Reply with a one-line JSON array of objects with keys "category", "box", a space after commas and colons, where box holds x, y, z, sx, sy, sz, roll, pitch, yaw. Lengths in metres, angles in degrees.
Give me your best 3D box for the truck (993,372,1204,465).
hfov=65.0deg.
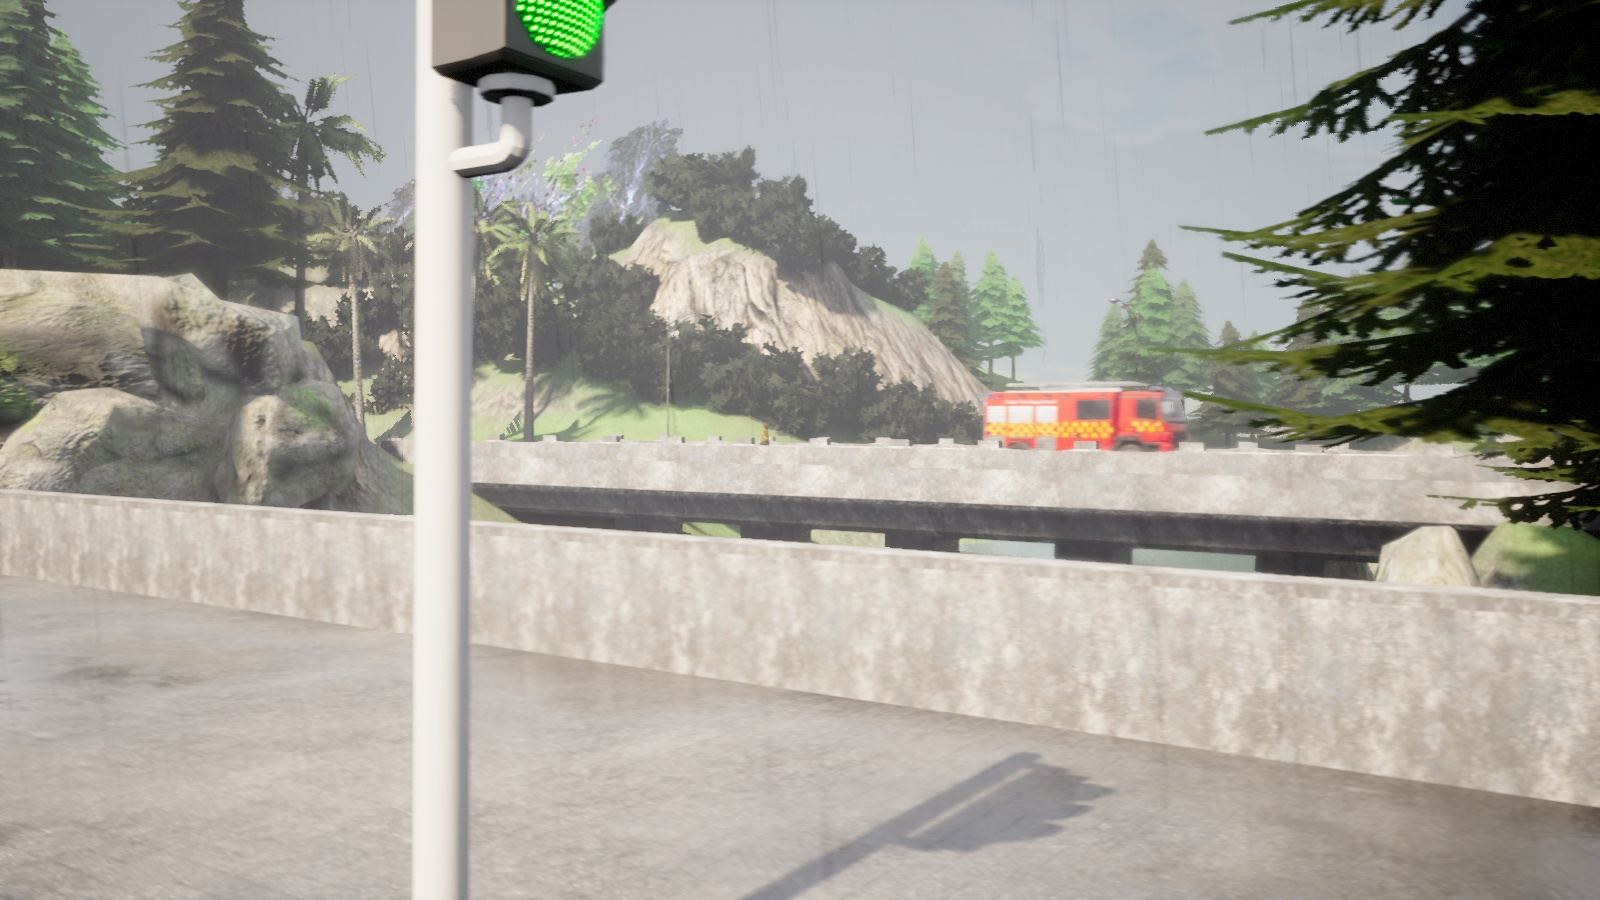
[{"category": "truck", "box": [12.987, -1.303, 55.028, 8.468, 3.827, 2.891, 0, 1, 34]}]
